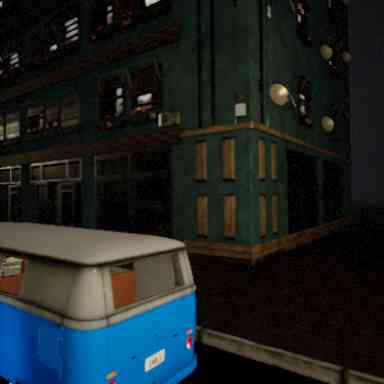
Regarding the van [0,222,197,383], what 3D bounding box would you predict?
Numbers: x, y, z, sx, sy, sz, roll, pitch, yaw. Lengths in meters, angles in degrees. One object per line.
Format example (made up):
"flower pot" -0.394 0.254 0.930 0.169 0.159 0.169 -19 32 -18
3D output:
"van" -1.853 1.346 4.215 3.998 1.788 1.690 0 -1 36
